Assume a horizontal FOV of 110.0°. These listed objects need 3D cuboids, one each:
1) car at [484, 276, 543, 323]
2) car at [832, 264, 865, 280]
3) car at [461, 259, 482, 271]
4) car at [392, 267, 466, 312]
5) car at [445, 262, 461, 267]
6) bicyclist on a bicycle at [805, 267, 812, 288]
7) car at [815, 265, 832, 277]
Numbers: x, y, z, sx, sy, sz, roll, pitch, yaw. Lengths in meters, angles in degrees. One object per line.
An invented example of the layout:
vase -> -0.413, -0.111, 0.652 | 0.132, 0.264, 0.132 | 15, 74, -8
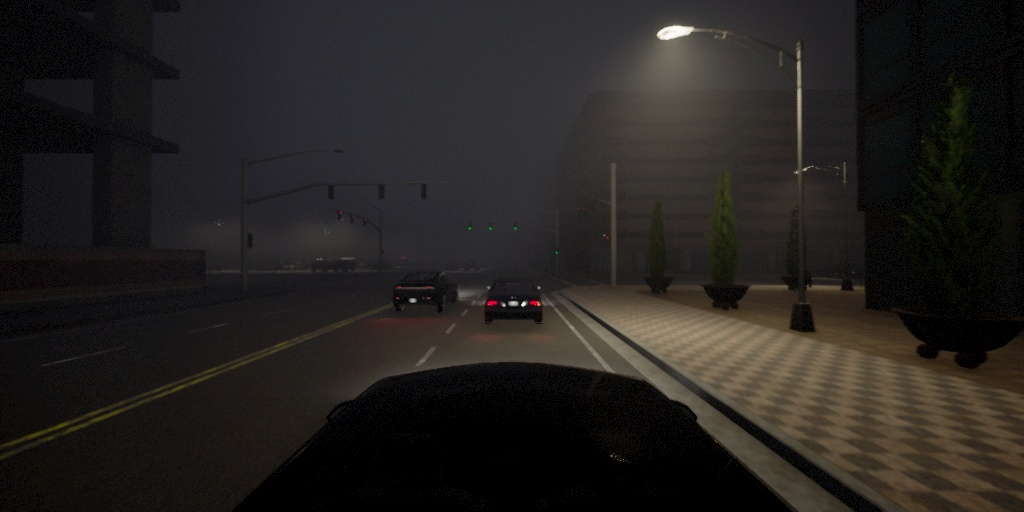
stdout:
car -> 0.058, 1.402, 12.556 | 2.033, 1.411, 5.357 | 0, -1, 0
car -> 34.350, 1.538, 34.635 | 4.674, 1.442, 1.812 | 0, -1, 1
car -> -7.068, 1.563, 62.988 | 2.150, 2.045, 5.566 | 0, -1, 1
car -> -3.439, 1.369, 14.980 | 2.128, 1.511, 4.902 | 0, -1, 1
car -> -10.568, 1.820, 62.973 | 1.882, 1.535, 5.008 | 0, 0, 1
bicyclist on a bicycle -> 18.400, 1.199, 22.797 | 0.582, 1.620, 1.656 | 0, -1, 0
car -> 35.107, 1.551, 38.128 | 4.892, 1.490, 1.837 | 0, -1, 1
